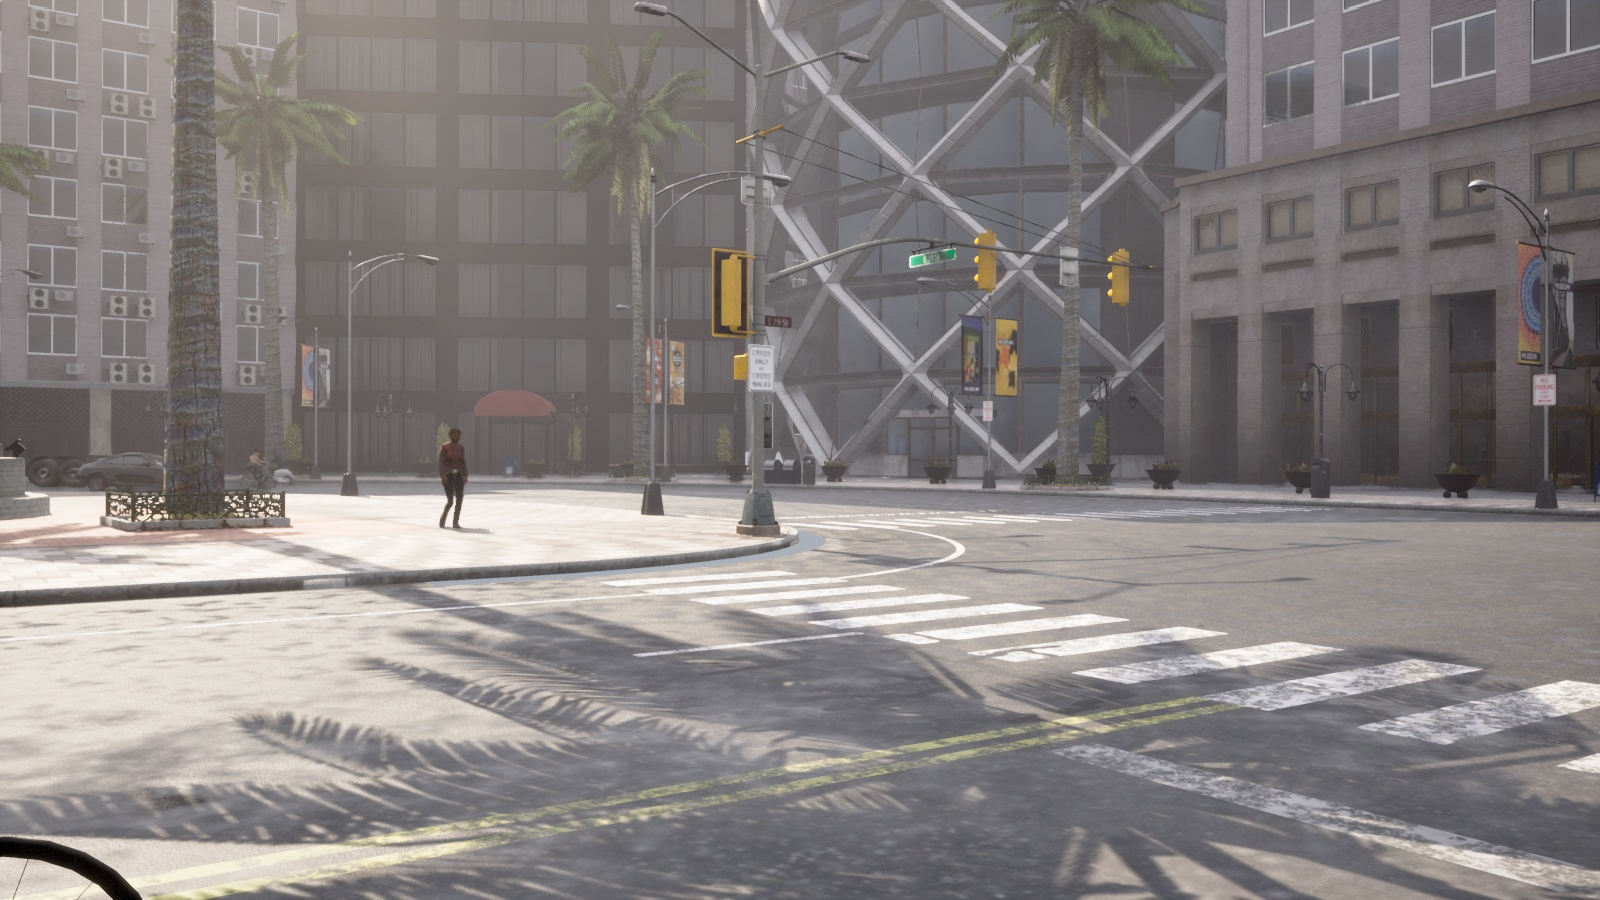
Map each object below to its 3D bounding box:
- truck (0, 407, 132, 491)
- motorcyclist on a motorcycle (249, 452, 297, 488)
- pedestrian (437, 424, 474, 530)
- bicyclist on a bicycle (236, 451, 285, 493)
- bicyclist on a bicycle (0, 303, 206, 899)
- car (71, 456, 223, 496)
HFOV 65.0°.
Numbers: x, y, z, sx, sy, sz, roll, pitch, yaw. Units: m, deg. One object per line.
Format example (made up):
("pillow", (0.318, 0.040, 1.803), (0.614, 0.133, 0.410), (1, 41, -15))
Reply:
("truck", (-32.902, -0.038, 52.896), (7.936, 3.462, 2.891), (0, 0, -5))
("motorcyclist on a motorcycle", (-23.764, 0.887, 56.620), (1.817, 1.590, 0.866), (0, 0, 4))
("pedestrian", (-5.999, 0.468, 21.838), (0.328, 1.805, 0.869), (0, 0, -36))
("bicyclist on a bicycle", (-21.183, 0.847, 49.312), (1.509, 1.612, 0.866), (0, 1, 8))
("bicyclist on a bicycle", (-2.110, 0.625, 2.206), (1.843, 1.776, 0.659), (0, 0, -35))
("car", (-23.953, 0.934, 46.131), (4.674, 1.442, 1.812), (0, 0, 3))
